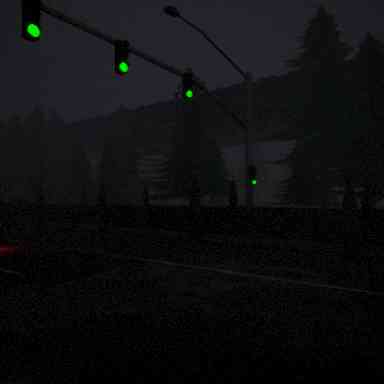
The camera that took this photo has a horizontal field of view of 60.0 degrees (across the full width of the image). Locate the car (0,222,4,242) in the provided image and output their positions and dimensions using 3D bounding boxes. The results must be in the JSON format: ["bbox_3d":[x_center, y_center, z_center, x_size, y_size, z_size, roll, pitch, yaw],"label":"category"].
[{"bbox_3d":[-10.975,1.698,16.132,4.892,1.490,1.837,0,0,36],"label":"car"}]
